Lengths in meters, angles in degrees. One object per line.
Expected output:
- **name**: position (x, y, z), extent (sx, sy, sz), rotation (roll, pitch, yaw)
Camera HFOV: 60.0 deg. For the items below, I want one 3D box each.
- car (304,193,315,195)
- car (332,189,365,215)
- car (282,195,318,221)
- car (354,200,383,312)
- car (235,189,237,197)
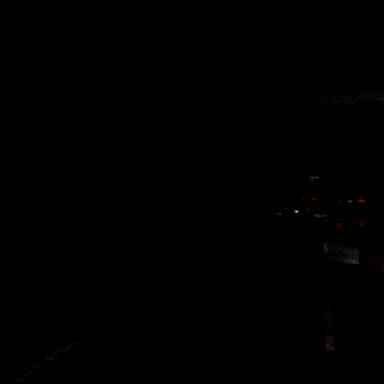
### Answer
- **car**: position (14.012, 0.866, 39.759), extent (1.812, 1.442, 4.674), rotation (1, 1, 21)
- **car**: position (13.047, 0.767, 27.746), extent (2.150, 2.045, 5.566), rotation (1, 1, 22)
- **car**: position (7.398, 1.180, 22.993), extent (1.994, 1.385, 4.181), rotation (1, 1, 21)
- **car**: position (4.895, 1.235, 7.106), extent (2.097, 1.767, 4.553), rotation (1, 1, 22)
- **car**: position (5.936, 0.563, 38.795), extent (2.150, 2.045, 5.566), rotation (1, 1, 22)
